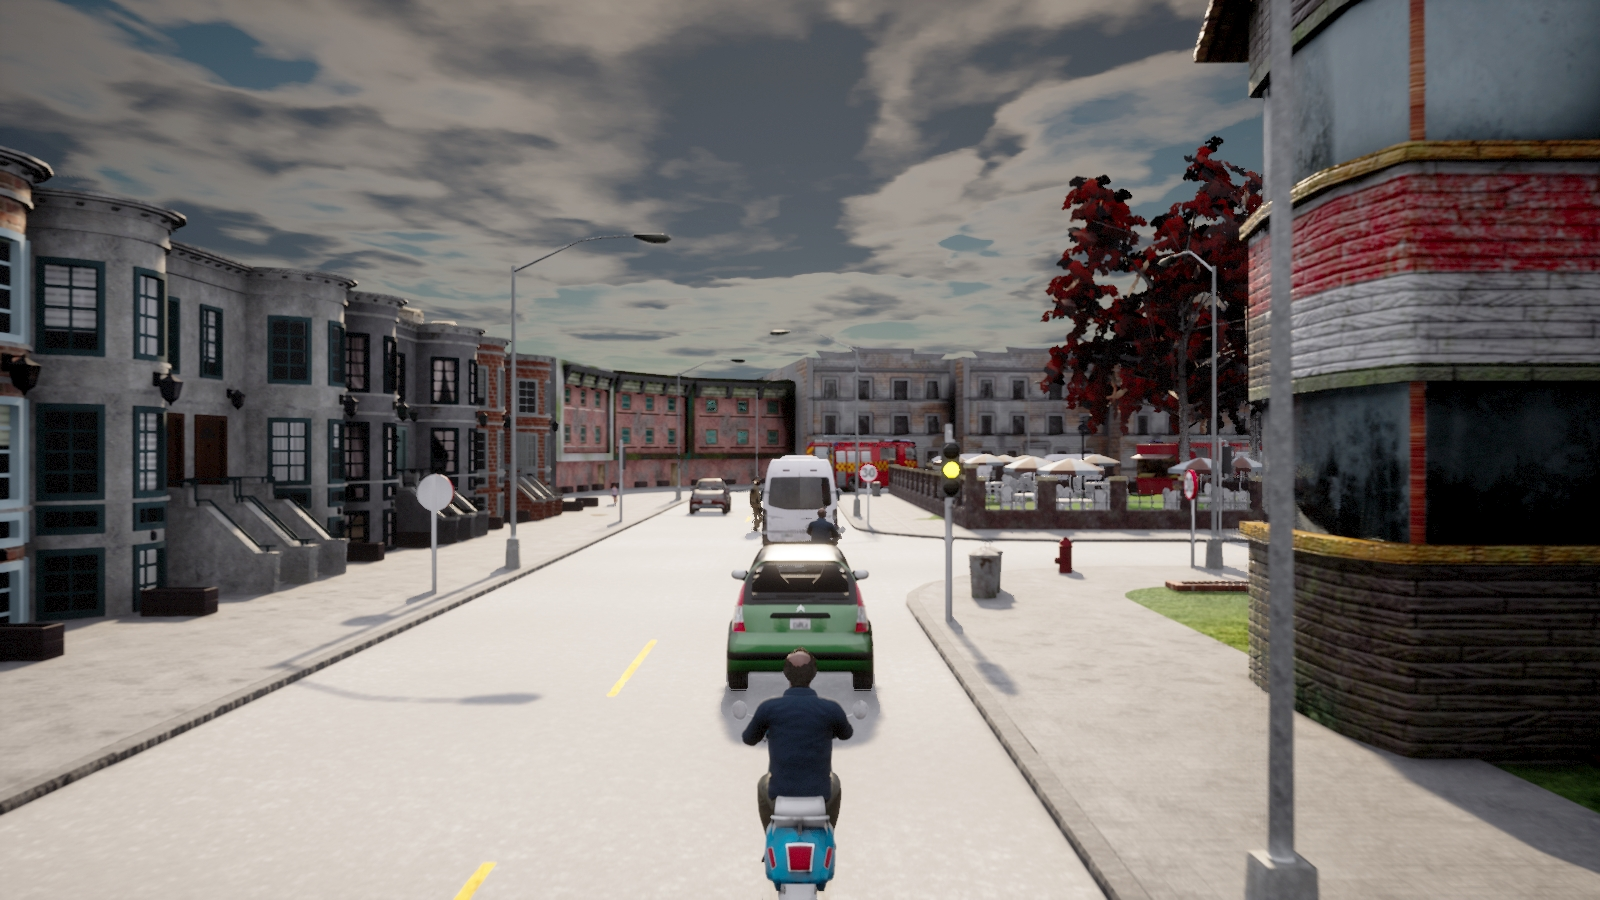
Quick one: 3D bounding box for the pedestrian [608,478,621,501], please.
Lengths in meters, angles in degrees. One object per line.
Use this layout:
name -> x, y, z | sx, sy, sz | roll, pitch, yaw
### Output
pedestrian -> -9.054, 1.928, 55.694 | 0.500, 1.100, 0.500 | 0, 0, -22

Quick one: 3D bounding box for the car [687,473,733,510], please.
car -> -4.016, 1.827, 51.348 | 1.789, 1.549, 3.705 | 0, 0, 0

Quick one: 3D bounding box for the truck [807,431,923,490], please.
truck -> 4.513, 0.704, 77.905 | 8.468, 3.827, 2.891 | 0, 0, -43

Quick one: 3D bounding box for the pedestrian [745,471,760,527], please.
pedestrian -> -1.592, 1.645, 38.459 | 0.375, 1.860, 0.375 | 0, 0, -37

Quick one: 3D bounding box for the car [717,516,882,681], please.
car -> -0.002, 1.786, 14.810 | 1.851, 1.617, 3.988 | 0, 0, 0

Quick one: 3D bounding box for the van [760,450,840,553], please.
van -> -0.010, 1.324, 31.431 | 1.988, 2.561, 5.915 | 0, -1, 0
